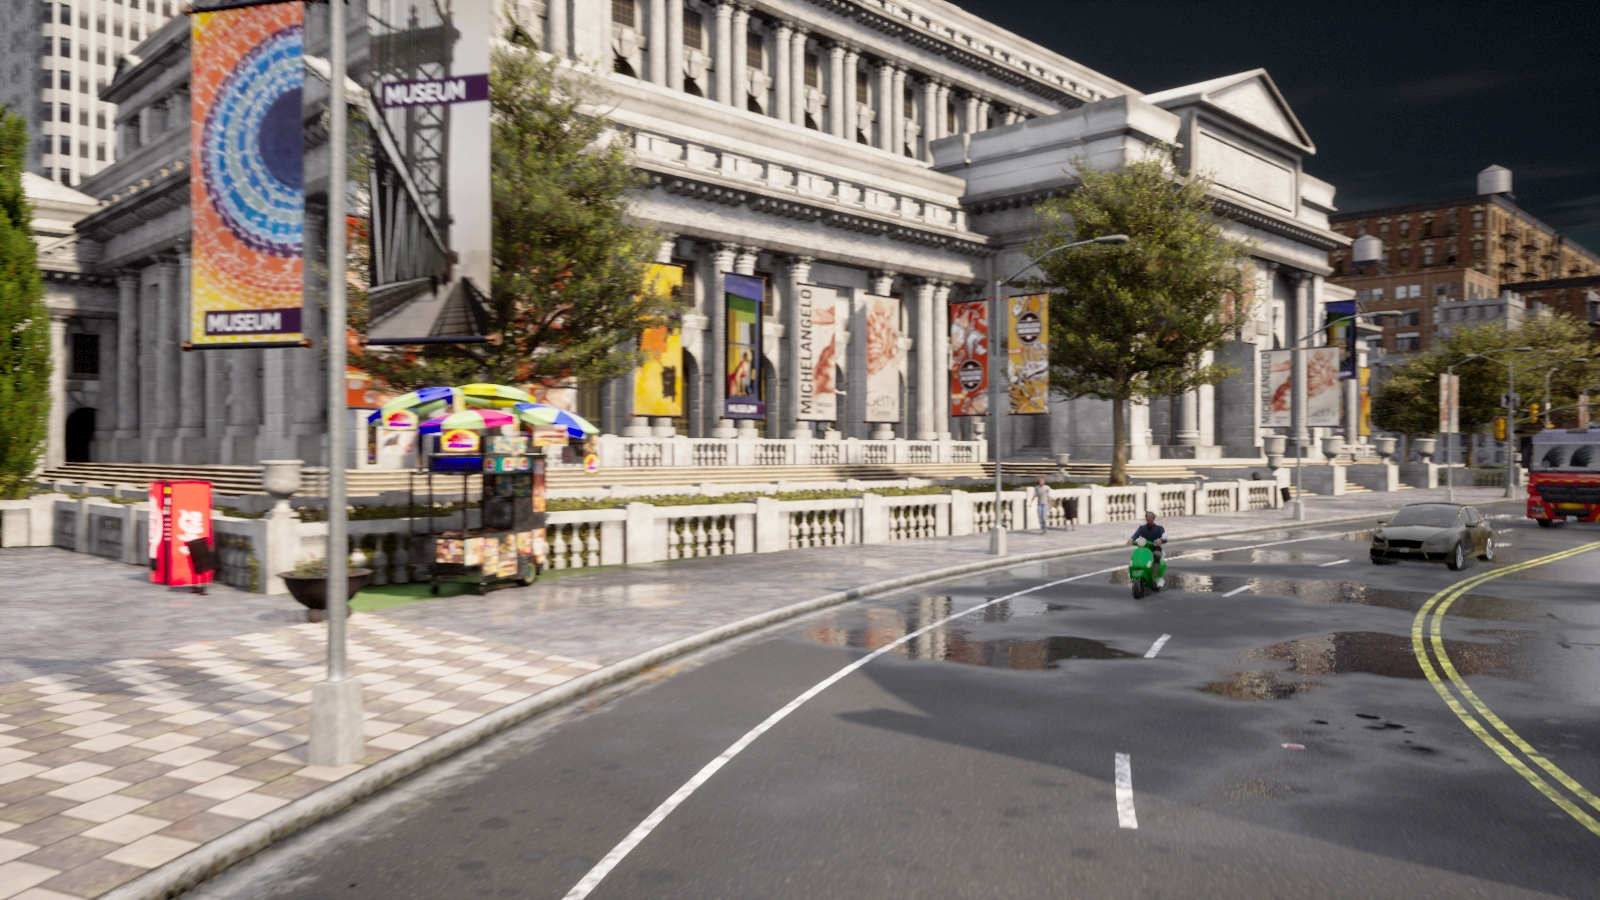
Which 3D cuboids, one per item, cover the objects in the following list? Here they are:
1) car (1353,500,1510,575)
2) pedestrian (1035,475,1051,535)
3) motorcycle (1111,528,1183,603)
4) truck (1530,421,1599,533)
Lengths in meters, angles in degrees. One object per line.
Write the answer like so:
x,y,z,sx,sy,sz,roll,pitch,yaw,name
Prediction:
15.679,2.077,28.243,2.231,1.480,4.892,0,0,43,car
7.552,1.704,35.486,0.375,1.860,0.375,0,0,30,pedestrian
6.699,2.189,21.997,0.856,1.236,1.805,0,0,33,motorcycle
29.835,0.921,42.221,8.468,3.827,2.891,0,0,-44,truck
